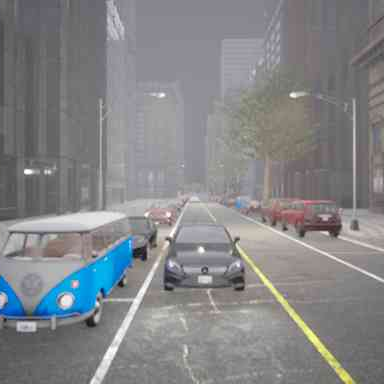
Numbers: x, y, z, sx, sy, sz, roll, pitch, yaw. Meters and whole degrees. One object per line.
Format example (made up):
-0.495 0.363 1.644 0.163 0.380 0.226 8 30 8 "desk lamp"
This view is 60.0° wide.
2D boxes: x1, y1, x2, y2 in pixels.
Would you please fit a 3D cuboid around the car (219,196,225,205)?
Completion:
6.335 1.740 57.441 1.947 1.339 4.313 0 0 0 "car"

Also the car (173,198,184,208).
-2.224 1.689 40.554 1.802 1.307 4.206 0 0 0 "car"

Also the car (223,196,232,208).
6.324 1.730 51.803 1.802 1.307 4.206 0 0 0 "car"

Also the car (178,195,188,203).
-2.143 1.605 80.025 2.192 1.841 5.009 0 0 0 "car"

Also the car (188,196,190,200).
-2.167 1.547 68.748 2.192 1.841 5.009 0 0 0 "car"

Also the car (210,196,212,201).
6.394 1.847 85.810 1.752 1.417 4.829 0 0 0 "car"

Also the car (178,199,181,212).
-2.248 1.617 29.275 1.887 1.381 4.507 0 0 0 "car"

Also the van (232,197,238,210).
6.301 1.449 40.524 1.690 1.788 3.998 0 0 0 "van"

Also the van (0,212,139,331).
-2.294 1.352 6.720 1.690 1.788 3.998 0 0 0 "van"

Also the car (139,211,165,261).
-2.283 1.589 12.358 1.947 1.339 4.313 0 0 0 "car"

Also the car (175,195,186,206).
-2.202 1.672 51.661 1.752 1.417 4.829 0 0 0 "car"

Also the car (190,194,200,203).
0.520 1.500 77.516 2.150 2.045 5.566 0 -1 0 "car"

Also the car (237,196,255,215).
6.289 1.530 34.884 1.967 1.590 4.097 0 0 0 "car"

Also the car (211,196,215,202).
6.383 1.856 79.999 1.947 1.339 4.313 0 0 0 "car"

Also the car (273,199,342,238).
6.253 1.354 17.967 2.192 1.841 5.009 0 0 0 "car"

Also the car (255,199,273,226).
6.265 1.371 23.605 2.192 1.841 5.009 0 0 0 "car"

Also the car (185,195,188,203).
-2.190 1.489 57.469 2.192 1.841 5.009 0 0 0 "car"

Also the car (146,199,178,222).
-2.260 1.495 23.637 1.967 1.590 4.097 0 0 0 "car"

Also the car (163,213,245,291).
0.278 1.542 9.180 1.812 1.442 4.674 0 0 0 "car"

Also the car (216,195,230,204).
6.347 1.518 63.082 2.192 1.841 5.009 0 0 0 "car"
